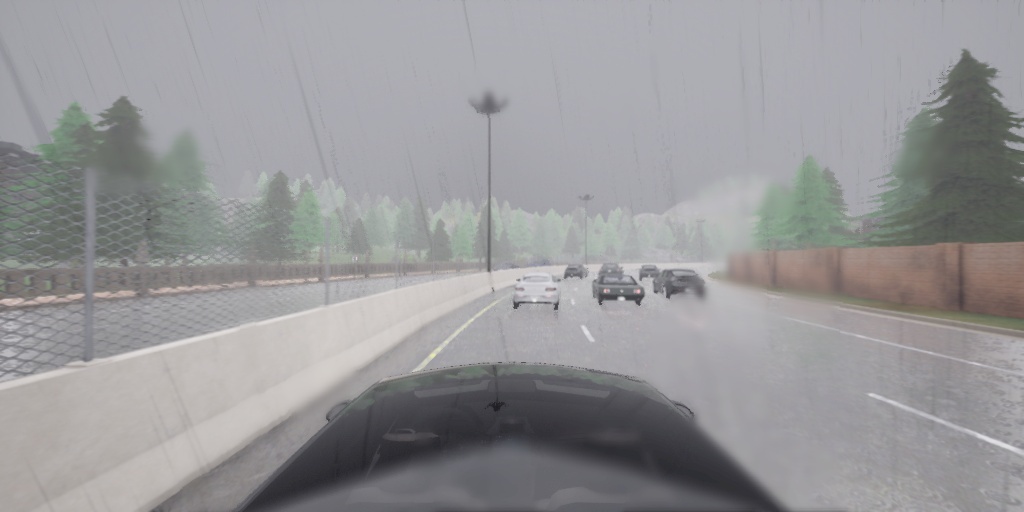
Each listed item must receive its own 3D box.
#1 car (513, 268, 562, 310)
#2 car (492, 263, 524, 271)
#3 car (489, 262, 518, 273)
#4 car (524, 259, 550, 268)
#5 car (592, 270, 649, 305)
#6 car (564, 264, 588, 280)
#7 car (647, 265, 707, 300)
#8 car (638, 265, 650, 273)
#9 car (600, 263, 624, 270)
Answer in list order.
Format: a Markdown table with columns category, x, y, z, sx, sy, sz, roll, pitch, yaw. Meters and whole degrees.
| category | x | y | z | sx | sy | sz | roll | pitch | yaw |
| --- | --- | --- | --- | --- | --- | --- | --- | --- | --- |
| car | 1.151 | 1.409 | 15.592 | 1.812 | 1.442 | 4.674 | 0 | -1 | 8 |
| car | -0.648 | 1.669 | 46.949 | 2.128 | 1.511 | 4.902 | 0 | -1 | 25 |
| car | -1.198 | 1.734 | 53.761 | 2.128 | 1.511 | 4.902 | 0 | -1 | 28 |
| car | 3.361 | 1.410 | 47.377 | 2.150 | 2.045 | 5.566 | 0 | -1 | 26 |
| car | 4.859 | 1.503 | 17.011 | 1.895 | 1.301 | 4.718 | 0 | -1 | 9 |
| car | 6.636 | 1.598 | 36.844 | 1.837 | 1.490 | 4.892 | 0 | -1 | 21 |
| car | 8.833 | 1.434 | 19.248 | 1.837 | 1.490 | 4.892 | 0 | -1 | 11 |
| car | 13.556 | 1.594 | 35.319 | 1.837 | 1.490 | 4.892 | 0 | -1 | 22 |
| car | 9.848 | 1.436 | 35.406 | 2.097 | 1.767 | 4.553 | 0 | -1 | 20 |
